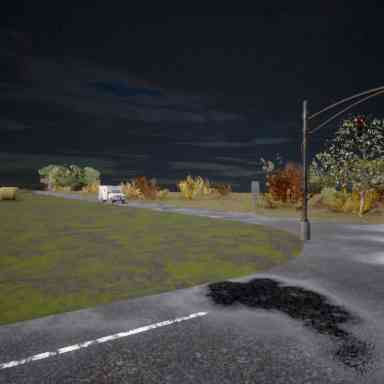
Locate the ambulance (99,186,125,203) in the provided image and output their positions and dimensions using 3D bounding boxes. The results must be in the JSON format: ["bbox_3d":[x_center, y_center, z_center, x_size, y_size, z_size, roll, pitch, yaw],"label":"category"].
[{"bbox_3d":[-12.006,0.340,49.996,2.351,2.431,6.366,2,0,-32],"label":"ambulance"}]
